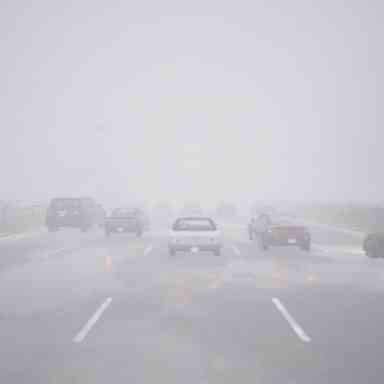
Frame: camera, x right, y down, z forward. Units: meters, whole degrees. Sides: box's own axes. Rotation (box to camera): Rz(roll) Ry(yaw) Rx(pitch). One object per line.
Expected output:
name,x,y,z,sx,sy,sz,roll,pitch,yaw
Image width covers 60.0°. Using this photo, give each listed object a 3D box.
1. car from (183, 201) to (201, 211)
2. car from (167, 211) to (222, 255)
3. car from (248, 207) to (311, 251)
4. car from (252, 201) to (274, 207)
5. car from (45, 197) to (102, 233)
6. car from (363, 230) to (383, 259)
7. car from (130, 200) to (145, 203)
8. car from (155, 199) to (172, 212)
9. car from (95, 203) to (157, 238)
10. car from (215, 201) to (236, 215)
car,-0.007,1.706,37.545,1.994,1.385,4.181,0,0,0
car,0.094,1.652,13.457,1.895,1.301,4.718,0,0,0
car,3.594,1.578,14.231,1.812,1.442,4.674,0,0,0
car,7.022,1.645,32.769,1.812,1.442,4.674,0,0,0
car,-6.918,1.304,20.322,2.150,2.045,5.566,0,0,0
car,7.097,1.599,10.195,1.994,1.385,4.181,0,0,0
car,-7.037,1.731,42.819,1.994,1.385,4.181,0,0,0
car,-3.526,1.635,40.978,1.882,1.535,5.008,0,0,0
car,-3.413,1.564,18.251,2.128,1.511,4.902,0,0,0
car,3.507,1.657,35.357,1.812,1.442,4.674,0,0,0
